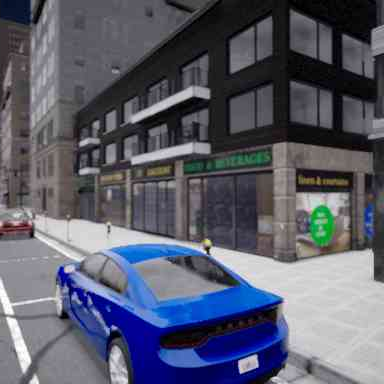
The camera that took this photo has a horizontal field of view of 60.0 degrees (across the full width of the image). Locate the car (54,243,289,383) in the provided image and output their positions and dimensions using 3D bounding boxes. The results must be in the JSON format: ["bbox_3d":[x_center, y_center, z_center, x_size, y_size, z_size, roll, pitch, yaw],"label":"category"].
[{"bbox_3d":[-0.818,1.558,5.316,1.882,1.535,5.008,0,-1,-34],"label":"car"}]

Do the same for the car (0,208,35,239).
[{"bbox_3d":[-10.358,1.746,19.183,1.967,1.590,4.097,0,-1,-34],"label":"car"}]
